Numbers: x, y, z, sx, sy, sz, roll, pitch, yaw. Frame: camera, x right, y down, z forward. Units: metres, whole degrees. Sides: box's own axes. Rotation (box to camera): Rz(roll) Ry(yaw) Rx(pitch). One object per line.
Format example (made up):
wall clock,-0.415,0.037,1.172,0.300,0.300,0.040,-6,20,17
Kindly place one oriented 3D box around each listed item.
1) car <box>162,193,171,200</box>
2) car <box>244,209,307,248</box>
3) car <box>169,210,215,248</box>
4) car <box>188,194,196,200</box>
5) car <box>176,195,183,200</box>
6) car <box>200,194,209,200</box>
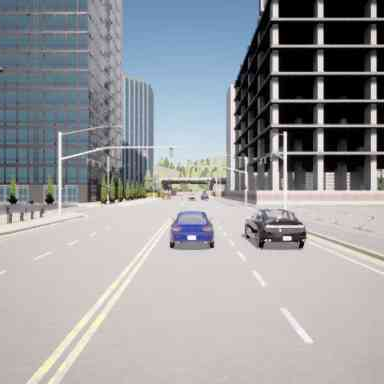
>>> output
car,-7.000,1.218,91.225,2.150,2.045,5.566,0,0,0
car,3.500,1.493,14.650,2.128,1.511,4.902,0,0,0
car,0.000,1.531,14.650,1.812,1.442,4.674,0,0,0
car,0.000,1.466,86.553,1.895,1.301,4.718,0,0,0
car,-3.500,1.517,91.255,1.812,1.442,4.674,0,0,0
car,3.500,1.395,86.523,1.812,1.442,4.674,0,0,0
